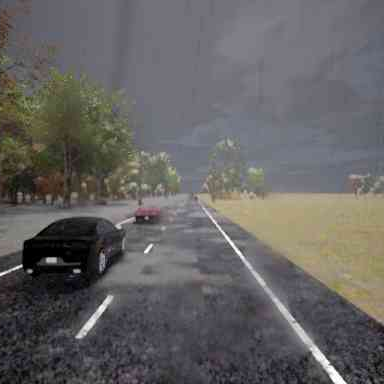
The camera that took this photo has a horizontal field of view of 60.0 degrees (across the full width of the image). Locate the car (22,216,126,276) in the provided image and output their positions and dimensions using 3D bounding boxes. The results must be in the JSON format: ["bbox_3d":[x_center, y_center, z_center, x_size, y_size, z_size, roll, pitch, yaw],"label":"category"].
[{"bbox_3d":[-3.399,1.504,10.521,1.882,1.535,5.008,0,0,0],"label":"car"}]

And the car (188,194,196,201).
[{"bbox_3d":[0.010,1.459,93.475,2.097,1.767,4.553,0,0,0],"label":"car"}]

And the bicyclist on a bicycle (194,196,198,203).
[{"bbox_3d":[0.970,1.625,75.495,0.866,1.612,1.509,0,0,0],"label":"bicyclist on a bicycle"}]

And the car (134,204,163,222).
[{"bbox_3d":[-3.396,1.668,27.205,1.895,1.301,4.718,0,0,0],"label":"car"}]

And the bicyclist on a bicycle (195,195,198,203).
[{"bbox_3d":[0.969,1.536,66.346,0.659,1.776,1.843,0,0,0],"label":"bicyclist on a bicycle"}]
